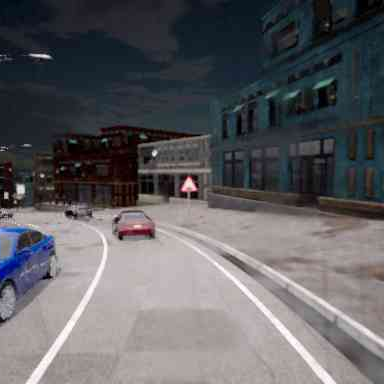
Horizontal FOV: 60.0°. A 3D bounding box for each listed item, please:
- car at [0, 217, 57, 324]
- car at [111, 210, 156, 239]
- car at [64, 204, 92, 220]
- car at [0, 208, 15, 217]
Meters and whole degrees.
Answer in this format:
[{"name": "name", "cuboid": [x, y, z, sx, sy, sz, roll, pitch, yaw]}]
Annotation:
[{"name": "car", "cuboid": [-4.421, 1.552, 7.331, 1.882, 1.535, 5.008, -1, -1, -9]}, {"name": "car", "cuboid": [-3.327, 1.707, 18.446, 1.994, 1.385, 4.181, -2, -1, -18]}, {"name": "car", "cuboid": [-12.182, 2.088, 35.494, 2.128, 1.511, 4.902, -3, 0, -36]}, {"name": "car", "cuboid": [-25.679, 2.913, 44.563, 5.357, 1.411, 2.033, -3, 1, 41]}]
